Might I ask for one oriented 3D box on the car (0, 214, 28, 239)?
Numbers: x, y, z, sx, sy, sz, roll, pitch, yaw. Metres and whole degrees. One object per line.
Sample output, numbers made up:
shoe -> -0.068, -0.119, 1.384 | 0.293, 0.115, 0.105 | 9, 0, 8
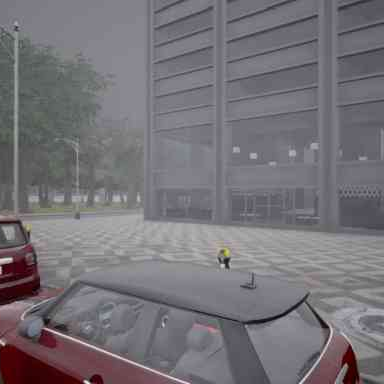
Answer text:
car -> -5.015, 1.315, 6.528 | 5.009, 1.841, 2.192 | 0, 0, 35

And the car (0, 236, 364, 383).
car -> -0.584, 1.440, 3.376 | 4.097, 1.590, 1.967 | 0, 0, 35
